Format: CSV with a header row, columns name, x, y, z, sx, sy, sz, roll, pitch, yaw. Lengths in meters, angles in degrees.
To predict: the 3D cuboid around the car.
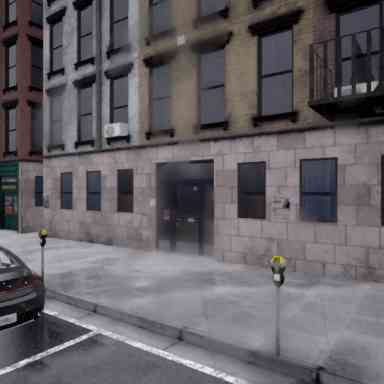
name,x,y,z,sx,sy,sz,roll,pitch,yaw
car,-4.360,1.550,5.909,4.403,1.369,2.008,0,0,35
